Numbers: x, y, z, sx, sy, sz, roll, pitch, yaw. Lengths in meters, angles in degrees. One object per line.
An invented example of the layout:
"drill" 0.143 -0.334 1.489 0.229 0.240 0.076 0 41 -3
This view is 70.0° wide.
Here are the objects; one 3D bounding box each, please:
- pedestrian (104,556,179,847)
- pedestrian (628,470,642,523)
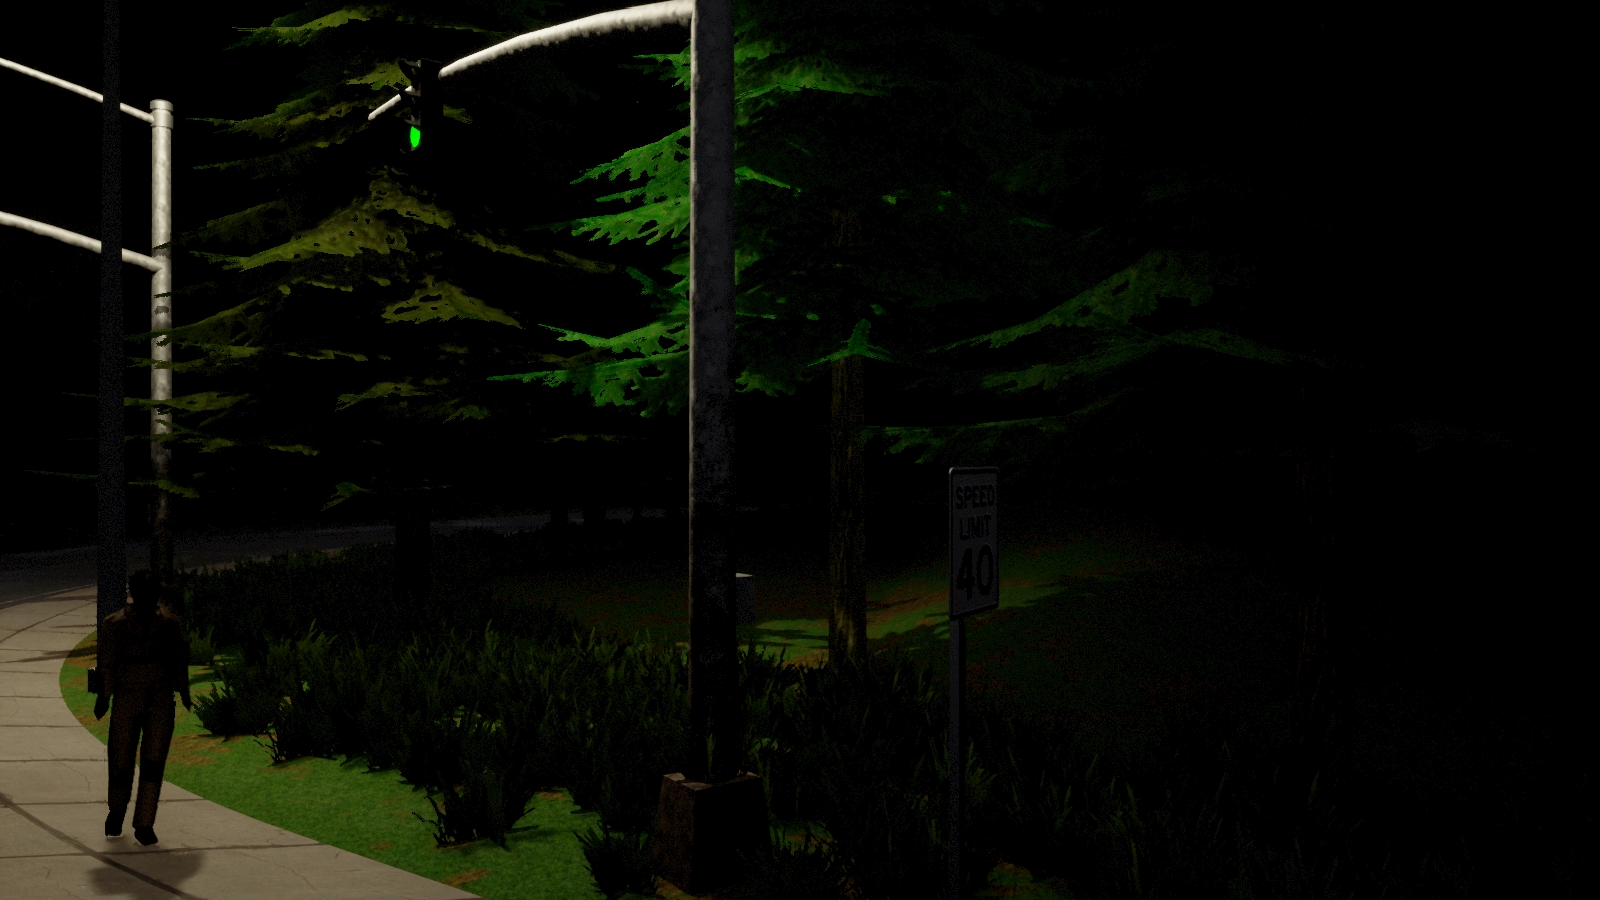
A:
"pedestrian" -4.470 1.671 7.750 0.375 1.860 0.375 0 0 -41
"pedestrian" -5.945 1.670 41.166 0.375 1.860 0.375 0 0 29
